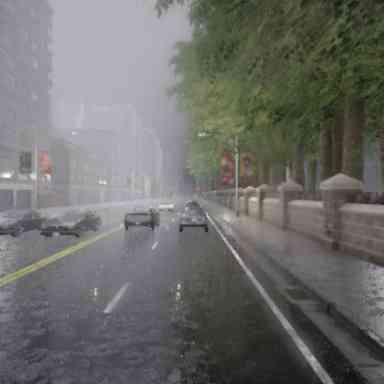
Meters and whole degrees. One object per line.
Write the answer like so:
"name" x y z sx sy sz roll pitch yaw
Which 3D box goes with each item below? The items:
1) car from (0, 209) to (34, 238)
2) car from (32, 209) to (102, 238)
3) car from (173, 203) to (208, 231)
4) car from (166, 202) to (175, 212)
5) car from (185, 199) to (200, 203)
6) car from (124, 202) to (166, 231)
"car" -9.807 1.667 18.788 2.033 1.411 5.357 0 0 0
"car" -6.561 1.667 18.757 2.033 1.411 5.357 0 0 0
"car" 0.101 1.686 21.723 2.033 1.411 5.357 0 0 0
"car" -3.147 1.868 42.640 1.895 1.301 4.718 0 0 0
"car" 0.103 1.803 47.482 1.837 1.490 4.892 0 0 0
"car" -3.159 1.631 21.744 2.128 1.511 4.902 0 0 0
